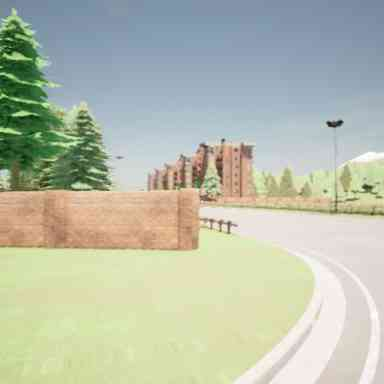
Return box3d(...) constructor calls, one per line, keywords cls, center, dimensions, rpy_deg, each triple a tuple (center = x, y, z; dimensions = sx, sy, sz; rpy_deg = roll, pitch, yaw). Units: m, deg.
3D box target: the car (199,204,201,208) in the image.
box3d(cls="car", center=(0.557, 3.072, 76.983), dimensions=(1.994, 1.385, 4.181), rpy_deg=(0, -1, -16))
